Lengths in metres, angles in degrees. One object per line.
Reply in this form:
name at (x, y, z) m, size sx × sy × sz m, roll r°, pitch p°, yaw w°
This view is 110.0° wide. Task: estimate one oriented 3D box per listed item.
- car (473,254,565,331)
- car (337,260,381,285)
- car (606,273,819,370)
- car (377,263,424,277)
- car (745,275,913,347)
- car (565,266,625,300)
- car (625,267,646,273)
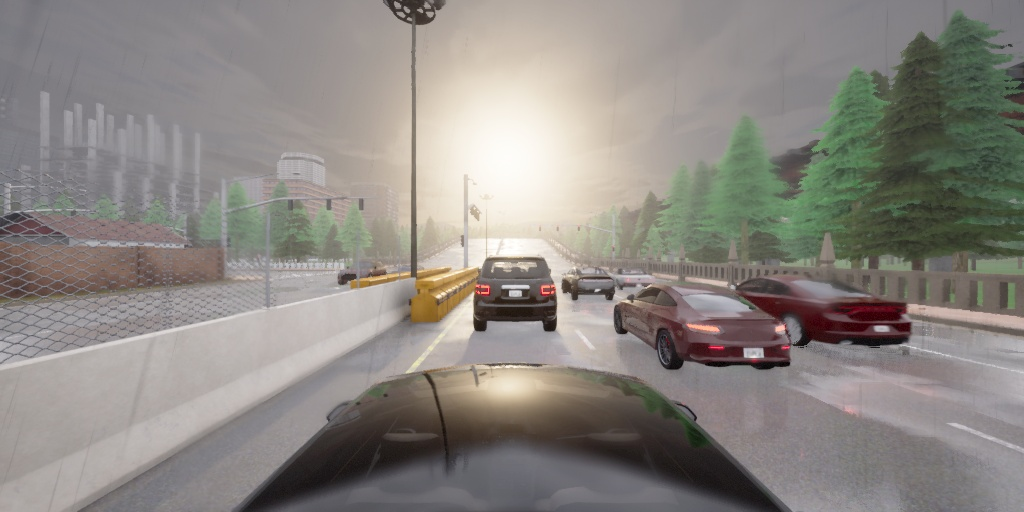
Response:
car at (0.081, 0.971, 11.072) m, size 2.150 × 2.045 × 5.566 m, roll 0°, pitch 0°, yaw 0°
car at (-10.542, 1.109, 25.605) m, size 2.097 × 1.767 × 4.553 m, roll 0°, pitch 0°, yaw 0°
car at (3.592, 1.276, 7.632) m, size 1.812 × 1.442 × 4.674 m, roll 0°, pitch 0°, yaw 0°
car at (-7.054, 1.298, 24.464) m, size 2.033 × 1.411 × 5.357 m, roll 0°, pitch 0°, yaw 0°
car at (7.085, 1.227, 9.350) m, size 1.882 × 1.535 × 5.008 m, roll 0°, pitch 0°, yaw 0°
car at (3.573, 1.242, 17.453) m, size 2.128 × 1.511 × 4.902 m, roll 0°, pitch 0°, yaw 0°
car at (7.063, 1.350, 22.204) m, size 1.895 × 1.301 × 4.718 m, roll 0°, pitch 0°, yaw 0°
